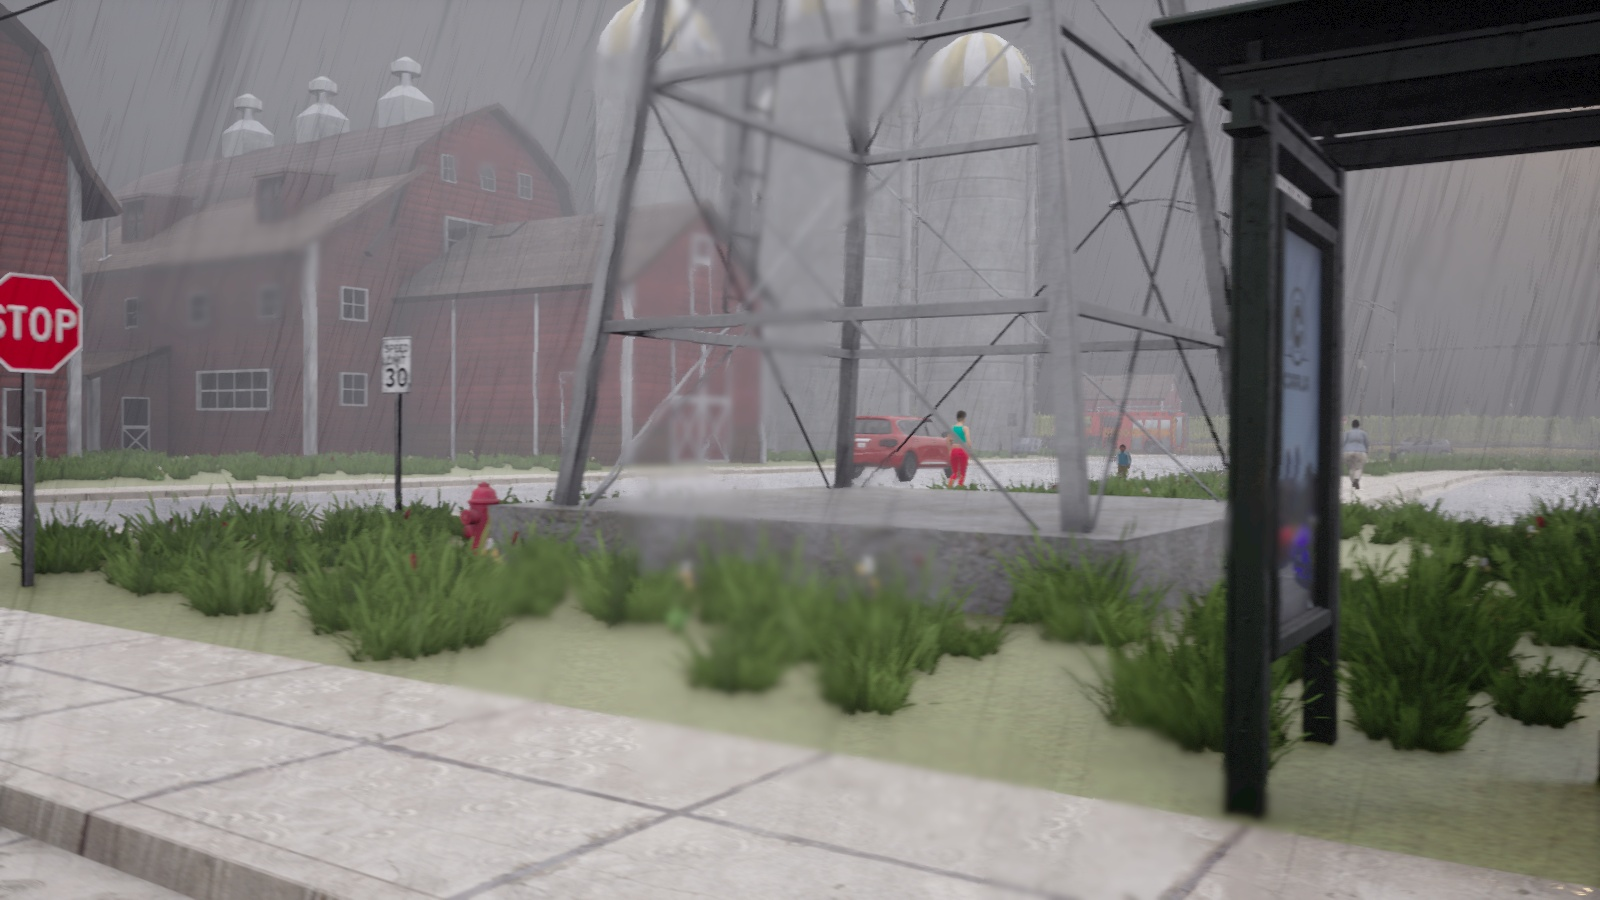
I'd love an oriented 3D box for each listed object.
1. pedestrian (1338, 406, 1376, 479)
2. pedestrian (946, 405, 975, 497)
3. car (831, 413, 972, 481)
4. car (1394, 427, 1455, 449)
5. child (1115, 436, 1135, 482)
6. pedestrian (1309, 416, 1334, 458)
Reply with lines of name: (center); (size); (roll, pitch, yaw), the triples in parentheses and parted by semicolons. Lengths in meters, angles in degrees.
pedestrian: (14.393, -0.189, 32.463); (0.874, 1.855, 0.900); (0, 1, 25)
pedestrian: (3.244, 0.011, 25.382); (0.345, 1.836, 0.594); (0, 1, 33)
car: (3.362, -0.133, 40.509); (2.150, 2.045, 5.566); (0, 1, 33)
car: (43.547, -0.844, 87.542); (3.633, 1.501, 1.845); (0, 1, 33)
child: (8.499, 0.242, 32.827); (0.343, 1.192, 0.448); (0, 1, 35)
pedestrian: (23.267, -0.589, 56.032); (0.874, 1.855, 0.900); (0, 1, 32)
